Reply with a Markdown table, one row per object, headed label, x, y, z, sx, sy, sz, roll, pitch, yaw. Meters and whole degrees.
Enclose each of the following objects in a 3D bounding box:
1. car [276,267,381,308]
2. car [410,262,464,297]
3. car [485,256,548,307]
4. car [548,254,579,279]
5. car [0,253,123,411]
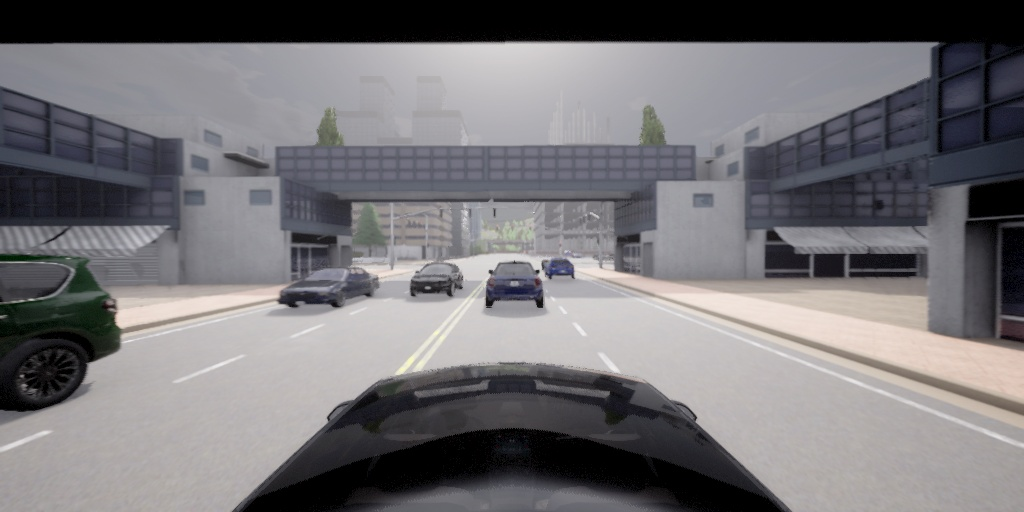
| label | x | y | z | sx | sy | sz | roll | pitch | yaw |
| --- | --- | --- | --- | --- | --- | --- | --- | --- | --- |
| car | -7.100 | 1.159 | 14.685 | 2.033 | 1.411 | 5.357 | 0 | 1 | 0 |
| car | -3.512 | 1.042 | 17.471 | 1.882 | 1.535 | 5.008 | 0 | 0 | 0 |
| car | 0.092 | 0.936 | 14.510 | 2.097 | 1.767 | 4.553 | 0 | 1 | 0 |
| car | 3.553 | 0.881 | 27.417 | 1.882 | 1.535 | 5.008 | 0 | 1 | 0 |
| car | -7.104 | 0.984 | 3.160 | 2.150 | 2.045 | 5.566 | 0 | 0 | 0 |
